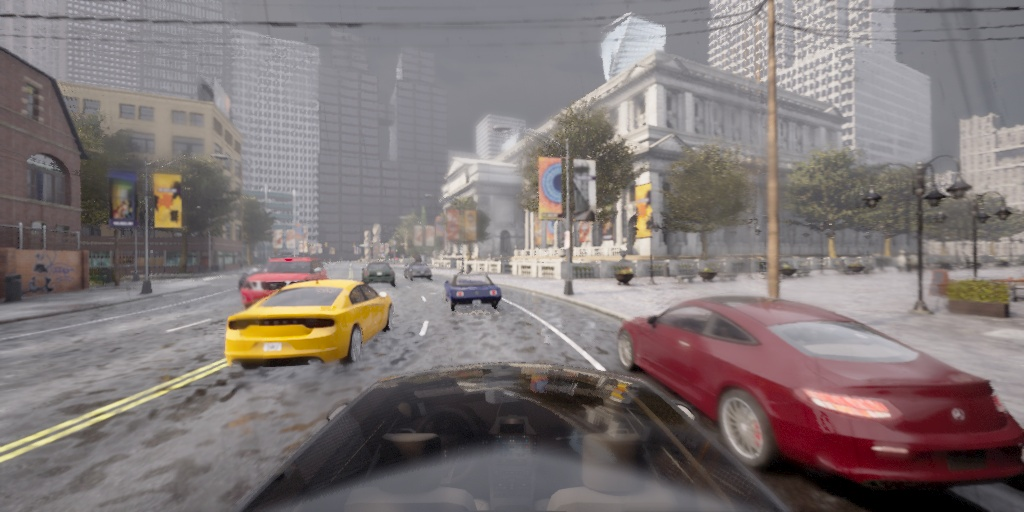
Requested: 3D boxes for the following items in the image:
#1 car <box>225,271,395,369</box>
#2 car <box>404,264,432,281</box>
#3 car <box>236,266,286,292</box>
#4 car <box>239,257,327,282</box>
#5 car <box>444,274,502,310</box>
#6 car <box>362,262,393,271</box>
[{"bbox_3d":[-4.028,1.271,8.052,1.882,1.535,5.008,0,0,-7],"label":"car"},{"bbox_3d":[-8.415,1.414,31.883,2.033,1.411,5.357,0,0,-24],"label":"car"},{"bbox_3d":[-16.410,1.445,23.723,1.812,1.442,4.674,0,0,-24],"label":"car"},{"bbox_3d":[-9.391,1.071,15.394,2.150,2.045,5.566,0,0,-18],"label":"car"},{"bbox_3d":[-1.814,1.385,15.043,1.895,1.301,4.718,0,0,-14],"label":"car"},{"bbox_3d":[-9.711,1.220,26.001,2.097,1.767,4.553,0,0,-23],"label":"car"}]
